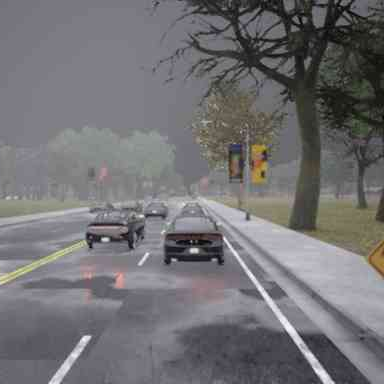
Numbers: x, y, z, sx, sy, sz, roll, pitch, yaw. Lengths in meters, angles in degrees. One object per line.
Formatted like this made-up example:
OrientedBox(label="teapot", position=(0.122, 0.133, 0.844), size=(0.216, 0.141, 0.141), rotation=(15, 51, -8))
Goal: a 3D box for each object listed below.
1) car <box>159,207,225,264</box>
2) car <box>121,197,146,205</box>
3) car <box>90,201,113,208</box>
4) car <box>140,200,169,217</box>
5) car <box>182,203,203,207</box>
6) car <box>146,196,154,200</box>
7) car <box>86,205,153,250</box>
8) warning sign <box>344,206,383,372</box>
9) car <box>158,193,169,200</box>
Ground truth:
OrientedBox(label="car", position=(0.069, 1.519, 11.949), size=(1.882, 1.535, 5.008), rotation=(0, 0, 0))
OrientedBox(label="car", position=(-6.659, 1.608, 36.439), size=(1.882, 1.535, 5.008), rotation=(0, 0, 0))
OrientedBox(label="car", position=(-9.908, 1.696, 36.890), size=(1.994, 1.385, 4.181), rotation=(0, 0, 0))
OrientedBox(label="car", position=(-3.209, 1.673, 30.528), size=(1.994, 1.385, 4.181), rotation=(0, 0, 0))
OrientedBox(label="car", position=(0.041, 1.673, 30.584), size=(1.994, 1.385, 4.181), rotation=(0, 0, 0))
OrientedBox(label="car", position=(-9.885, 1.635, 77.378), size=(1.812, 1.442, 4.674), rotation=(0, 0, 0))
OrientedBox(label="car", position=(-3.181, 1.543, 14.643), size=(2.128, 1.511, 4.902), rotation=(0, 0, 0))
OrientedBox(label="warning sign", position=(2.844, 1.130, 4.260), size=(1.300, 1.860, 1.060), rotation=(0, 0, 0))
OrientedBox(label="car", position=(-6.635, 1.336, 77.355), size=(2.150, 2.045, 5.566), rotation=(0, 0, 0))
